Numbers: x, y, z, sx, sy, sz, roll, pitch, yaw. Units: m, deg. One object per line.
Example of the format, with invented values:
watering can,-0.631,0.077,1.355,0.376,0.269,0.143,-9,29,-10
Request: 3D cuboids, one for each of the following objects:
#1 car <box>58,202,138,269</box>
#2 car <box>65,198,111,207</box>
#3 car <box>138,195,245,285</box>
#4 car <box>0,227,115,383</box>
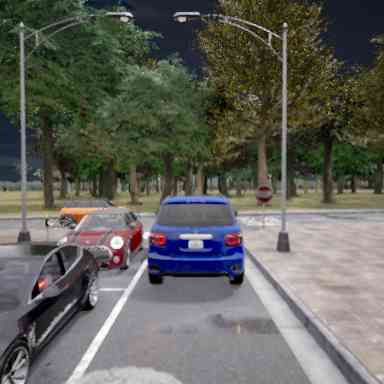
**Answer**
car,-2.648,1.297,10.255,1.967,1.590,4.097,-1,1,0
car,-5.544,1.170,20.073,4.553,1.767,2.097,-1,2,0
car,0.126,1.092,9.272,2.150,2.045,5.566,0,1,1
car,-2.646,1.498,4.823,1.947,1.339,4.313,-1,1,0
